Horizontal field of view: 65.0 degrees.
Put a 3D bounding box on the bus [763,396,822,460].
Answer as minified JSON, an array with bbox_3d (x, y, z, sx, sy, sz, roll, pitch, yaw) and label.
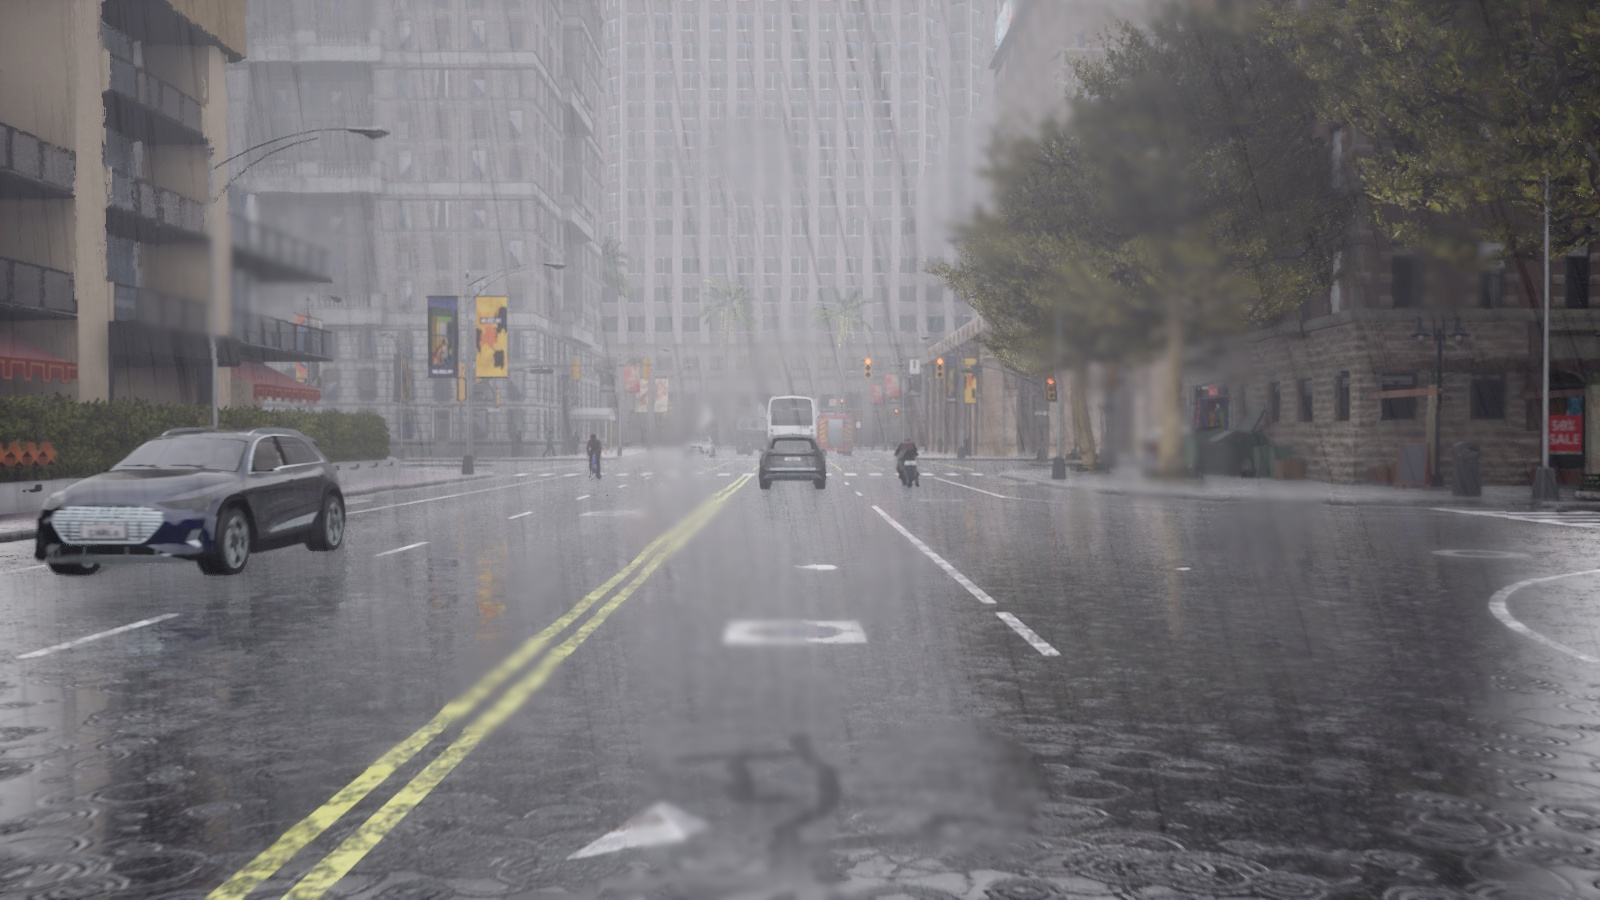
[{"bbox_3d":[-0.558,-1.538,88.877,3.944,4.253,10.273,0,1,0],"label":"bus"}]

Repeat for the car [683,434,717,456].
[{"bbox_3d":[-7.611,-0.403,96.165,2.242,1.667,4.611,0,1,0],"label":"car"}]

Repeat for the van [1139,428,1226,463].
[{"bbox_3d":[22.532,-0.275,74.139,4.480,2.038,2.069,-1,1,1],"label":"van"}]

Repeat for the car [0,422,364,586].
[{"bbox_3d":[-7.063,0.517,15.019,2.033,1.649,4.856,0,1,0],"label":"car"}]

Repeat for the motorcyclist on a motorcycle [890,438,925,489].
[{"bbox_3d":[3.277,0.392,38.309,0.866,1.530,2.191,0,1,0],"label":"motorcyclist on a motorcycle"}]

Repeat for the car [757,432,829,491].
[{"bbox_3d":[-0.217,0.291,37.638,2.033,1.649,4.856,0,1,0],"label":"car"}]
